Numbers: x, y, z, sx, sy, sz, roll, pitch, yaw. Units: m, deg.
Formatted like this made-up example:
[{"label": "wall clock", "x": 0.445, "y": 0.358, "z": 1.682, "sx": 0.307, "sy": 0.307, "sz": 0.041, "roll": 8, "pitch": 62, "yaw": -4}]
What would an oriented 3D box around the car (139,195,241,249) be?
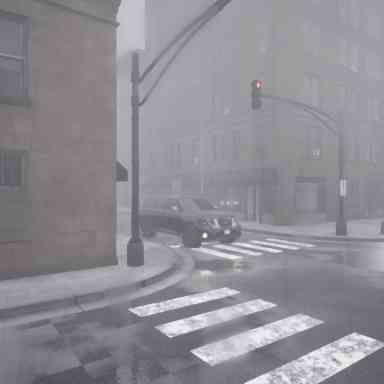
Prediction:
[{"label": "car", "x": -0.330, "y": 1.153, "z": 14.850, "sx": 2.150, "sy": 2.045, "sz": 5.566, "roll": 0, "pitch": 0, "yaw": -37}]
